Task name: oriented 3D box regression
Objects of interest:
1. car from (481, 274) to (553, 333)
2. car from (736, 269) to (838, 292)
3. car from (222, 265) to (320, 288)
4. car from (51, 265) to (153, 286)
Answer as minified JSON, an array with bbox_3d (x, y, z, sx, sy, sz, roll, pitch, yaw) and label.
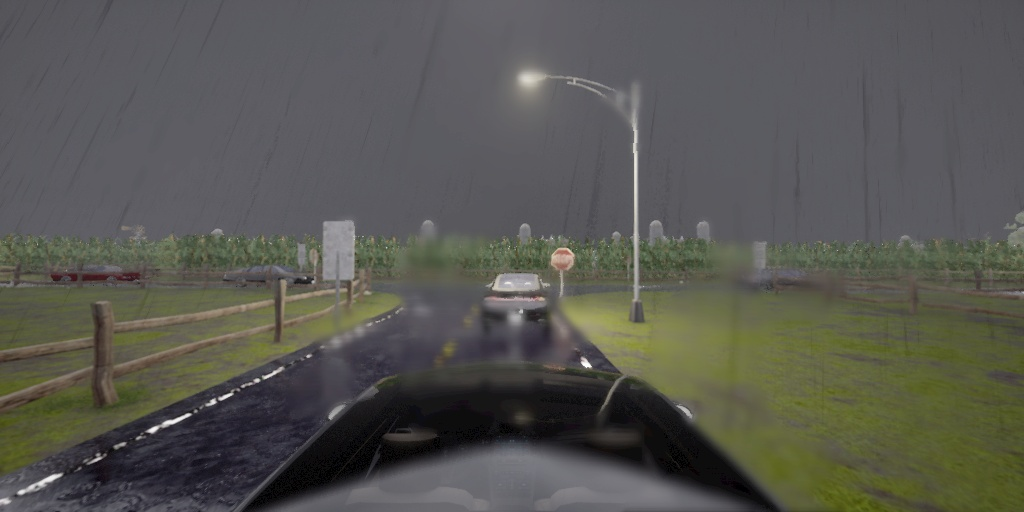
[{"bbox_3d":[0.204,1.284,10.992,2.128,1.511,4.902,0,0,2],"label":"car"},{"bbox_3d":[17.426,1.514,22.878,5.357,1.411,2.033,0,-1,0],"label":"car"},{"bbox_3d":[-15.443,1.266,23.101,5.357,1.411,2.033,0,-1,0],"label":"car"},{"bbox_3d":[-26.363,1.247,23.174,4.718,1.301,1.895,0,-1,0],"label":"car"}]
